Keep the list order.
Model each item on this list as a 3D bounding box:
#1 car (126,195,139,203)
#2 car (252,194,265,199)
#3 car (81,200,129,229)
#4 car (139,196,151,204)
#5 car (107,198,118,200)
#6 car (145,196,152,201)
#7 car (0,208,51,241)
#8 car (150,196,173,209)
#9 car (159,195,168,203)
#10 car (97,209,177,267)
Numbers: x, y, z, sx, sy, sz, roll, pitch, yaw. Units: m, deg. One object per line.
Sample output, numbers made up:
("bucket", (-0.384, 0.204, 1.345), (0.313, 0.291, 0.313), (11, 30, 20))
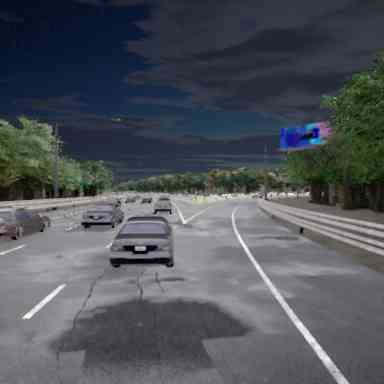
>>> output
("car", (-12.870, 1.535, 70.381), (2.033, 1.411, 5.357), (0, 0, -6))
("car", (17.996, 1.210, 92.163), (1.994, 1.385, 4.181), (0, 0, 25))
("car", (-5.549, 1.499, 21.216), (2.033, 1.411, 5.357), (0, 0, -3))
("car", (-8.762, 1.505, 64.793), (1.812, 1.442, 4.674), (0, 0, -6))
("car", (-10.519, 1.495, 44.012), (1.994, 1.385, 4.181), (0, 0, -4))
("car", (-11.817, 1.665, 90.268), (1.895, 1.301, 4.718), (0, 0, -8))
("car", (-8.780, 1.500, 16.359), (2.033, 1.411, 5.357), (0, 0, -3))
("car", (-2.991, 1.492, 35.004), (2.033, 1.411, 5.357), (0, 0, -4))
("car", (-6.188, 1.486, 72.635), (1.882, 1.535, 5.008), (0, 0, -6))
("car", (-1.515, 1.526, 11.264), (2.033, 1.411, 5.357), (0, 0, -4))
